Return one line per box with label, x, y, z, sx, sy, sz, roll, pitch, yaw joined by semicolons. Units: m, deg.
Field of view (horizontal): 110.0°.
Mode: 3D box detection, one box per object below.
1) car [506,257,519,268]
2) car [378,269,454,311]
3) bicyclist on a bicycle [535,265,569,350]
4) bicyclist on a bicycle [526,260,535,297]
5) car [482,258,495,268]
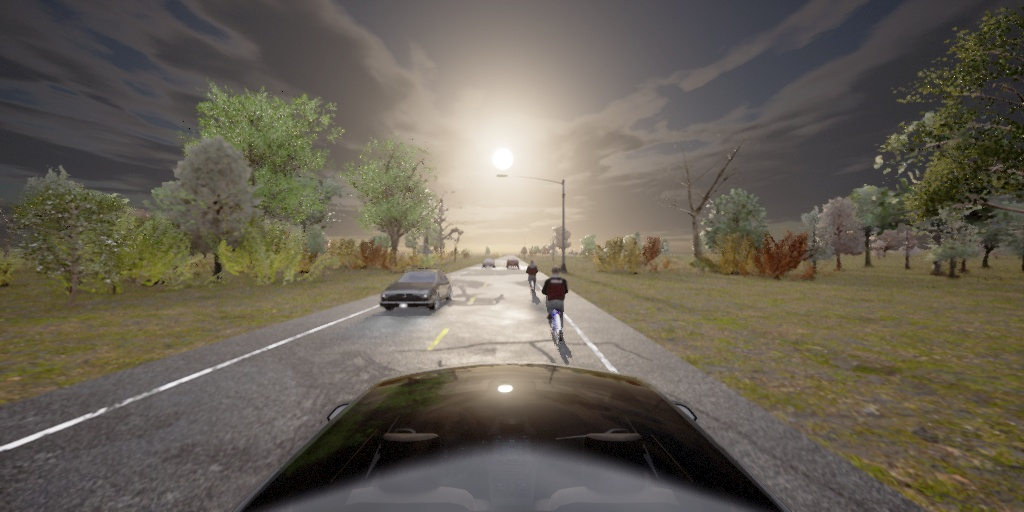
car;0.112;1.027;56.062;1.882;1.535;5.008;0;0;0
car;-3.597;1.252;14.542;2.033;1.411;5.357;0;0;0
bicyclist on a bicycle;0.964;1.098;8.145;0.659;1.776;1.843;0;0;0
bicyclist on a bicycle;0.966;1.066;17.353;0.659;1.776;1.843;0;0;0
car;-3.567;1.079;55.152;1.812;1.442;4.674;0;0;0
